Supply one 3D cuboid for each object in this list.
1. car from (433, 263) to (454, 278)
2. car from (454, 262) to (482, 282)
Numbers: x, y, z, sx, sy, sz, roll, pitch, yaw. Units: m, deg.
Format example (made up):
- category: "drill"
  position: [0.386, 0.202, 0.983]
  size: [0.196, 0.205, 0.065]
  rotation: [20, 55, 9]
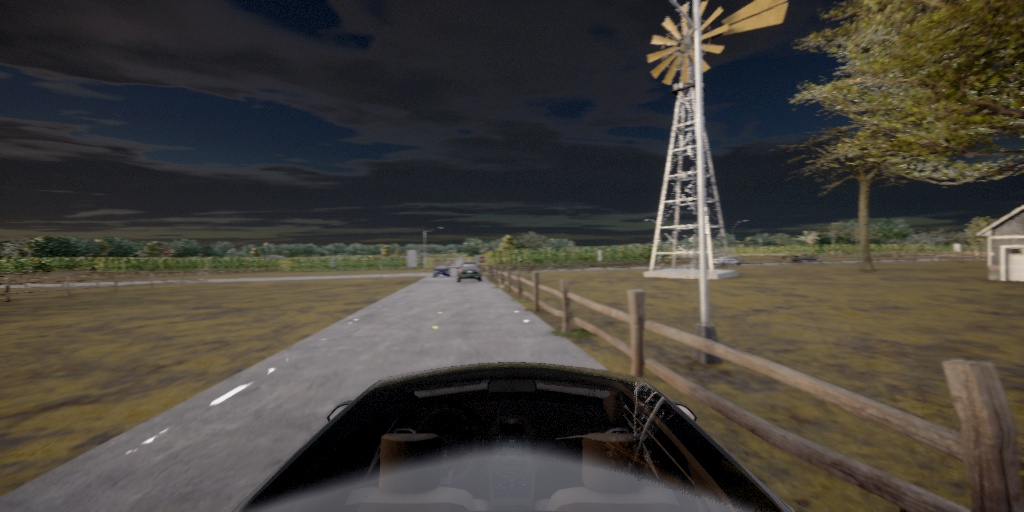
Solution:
- category: "car"
  position: [-8.094, 1.740, 41.817]
  size: [2.033, 1.411, 5.357]
  rotation: [-1, -1, -8]
- category: "car"
  position: [-3.892, 1.357, 32.537]
  size: [2.097, 1.767, 4.553]
  rotation: [-1, 0, -8]
